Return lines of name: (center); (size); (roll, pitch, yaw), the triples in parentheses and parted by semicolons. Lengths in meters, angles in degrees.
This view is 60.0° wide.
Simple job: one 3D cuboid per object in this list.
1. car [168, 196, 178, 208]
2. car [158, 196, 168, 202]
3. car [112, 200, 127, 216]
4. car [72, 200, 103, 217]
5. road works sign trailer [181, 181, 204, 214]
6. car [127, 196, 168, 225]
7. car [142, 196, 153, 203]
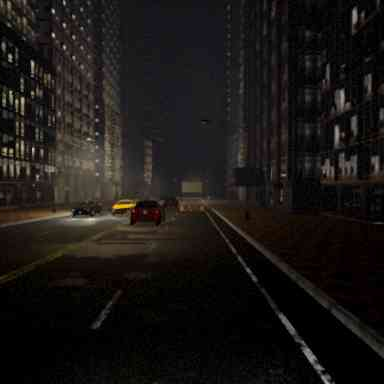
car: (-3.143, 1.429, 49.811); (2.097, 1.767, 4.553); (0, 0, 0)
car: (-6.489, 1.565, 74.935); (1.895, 1.301, 4.718); (0, 0, 0)
car: (-6.587, 1.528, 33.085); (1.882, 1.535, 5.008); (0, 0, 0)
car: (-9.838, 1.553, 31.615); (1.837, 1.490, 4.892); (0, 0, 0)
road works sign trailer: (0.011, 0.518, 34.811); (2.380, 3.560, 2.880); (0, 0, 1)
car: (-3.145, 1.388, 24.458); (2.097, 1.767, 4.553); (0, 0, 0)
car: (-9.740, 1.555, 73.162); (1.812, 1.442, 4.674); (0, 0, 0)
